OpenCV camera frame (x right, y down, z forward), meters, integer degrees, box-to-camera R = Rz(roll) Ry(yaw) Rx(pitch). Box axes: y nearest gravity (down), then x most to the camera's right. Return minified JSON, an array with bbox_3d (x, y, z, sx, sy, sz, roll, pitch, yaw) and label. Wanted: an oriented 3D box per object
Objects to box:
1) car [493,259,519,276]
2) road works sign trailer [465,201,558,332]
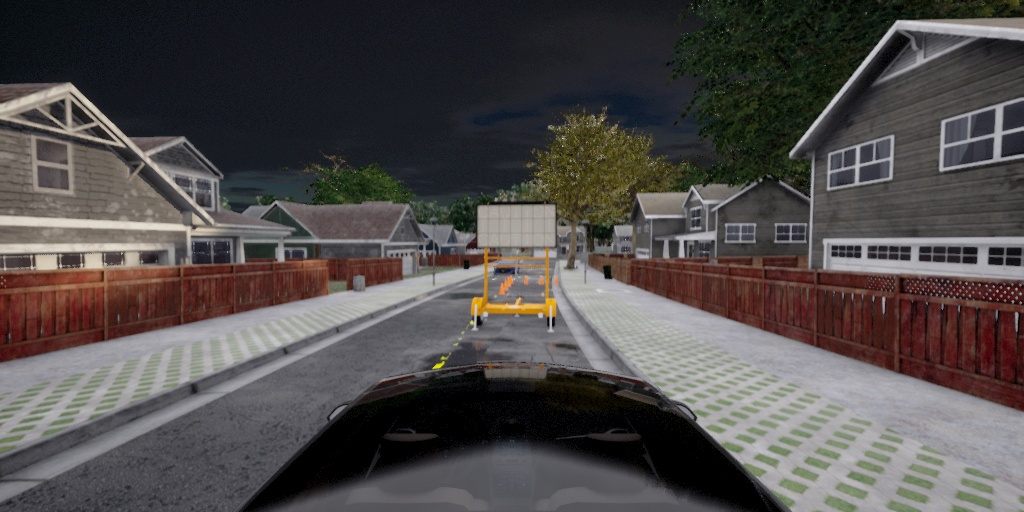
[{"bbox_3d":[-0.449,0.952,32.805,1.882,1.535,5.008,0,1,7],"label":"car"},{"bbox_3d":[0.143,0.175,10.788,2.380,3.560,2.880,0,0,5],"label":"road works sign trailer"}]
